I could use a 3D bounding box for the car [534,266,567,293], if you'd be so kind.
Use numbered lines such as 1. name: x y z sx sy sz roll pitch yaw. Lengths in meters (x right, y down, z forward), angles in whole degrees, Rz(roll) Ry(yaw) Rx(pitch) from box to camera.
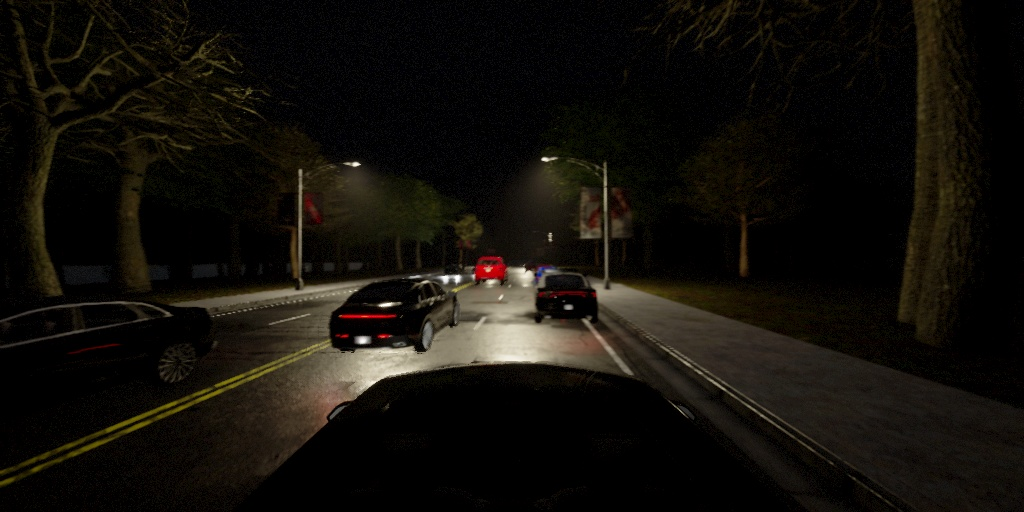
1. car: 2.268 1.382 22.367 1.812 1.442 4.674 0 0 3

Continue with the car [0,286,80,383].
1. car: -9.595 1.336 4.573 2.128 1.511 4.902 0 0 3

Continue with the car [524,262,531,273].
1. car: 2.760 1.586 49.610 1.812 1.442 4.674 0 0 3

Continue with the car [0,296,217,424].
1. car: -6.349 1.308 4.410 2.128 1.511 4.902 0 0 3

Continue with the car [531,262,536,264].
1. car: 2.598 1.422 28.365 1.812 1.442 4.674 0 0 3

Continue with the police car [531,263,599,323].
1. police car: 1.709 1.221 12.481 1.930 1.638 5.238 0 0 3

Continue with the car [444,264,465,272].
1. car: -7.330 1.709 45.636 1.895 1.301 4.718 0 0 3

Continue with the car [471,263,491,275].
1. car: -4.014 1.655 46.802 1.994 1.385 4.181 0 0 3

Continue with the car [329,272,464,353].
1. car: -2.623 1.316 9.049 1.837 1.490 4.892 0 0 3

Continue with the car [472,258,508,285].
1. car: -1.542 1.150 28.260 2.150 2.045 5.566 0 0 3
